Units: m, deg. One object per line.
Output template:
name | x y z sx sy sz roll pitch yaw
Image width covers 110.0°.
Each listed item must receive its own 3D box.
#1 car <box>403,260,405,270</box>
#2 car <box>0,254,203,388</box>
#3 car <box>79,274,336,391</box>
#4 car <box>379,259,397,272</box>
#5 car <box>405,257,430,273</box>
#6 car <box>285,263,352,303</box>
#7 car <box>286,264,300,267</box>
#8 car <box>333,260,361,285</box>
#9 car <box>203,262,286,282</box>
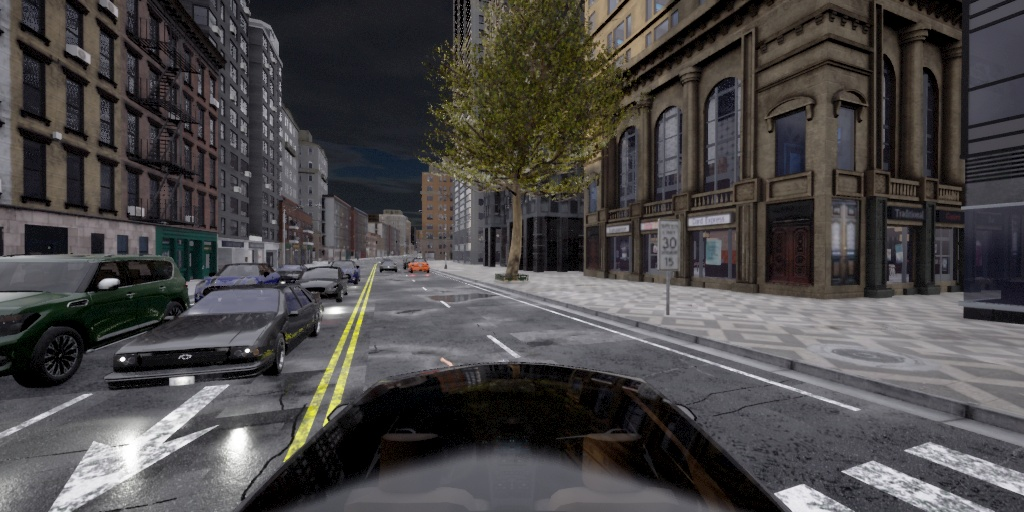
car | -14.394 0.983 51.071 2.097 1.767 4.553 0 0 -20
car | -8.565 0.969 6.834 2.150 2.045 5.566 0 0 -20
car | -5.265 1.295 7.379 2.033 1.411 5.357 0 0 -18
car | -14.874 1.226 43.146 1.994 1.385 4.181 0 0 -20
car | -10.860 1.026 41.613 2.097 1.767 4.553 0 0 -20
car | -8.678 1.244 16.503 1.837 1.490 4.892 0 0 -20
car | -15.234 1.267 24.867 2.033 1.411 5.357 0 0 -21
car | -12.021 1.073 25.558 2.097 1.767 4.553 0 0 -20
car | -11.937 1.090 15.940 2.097 1.767 4.553 0 0 -20
